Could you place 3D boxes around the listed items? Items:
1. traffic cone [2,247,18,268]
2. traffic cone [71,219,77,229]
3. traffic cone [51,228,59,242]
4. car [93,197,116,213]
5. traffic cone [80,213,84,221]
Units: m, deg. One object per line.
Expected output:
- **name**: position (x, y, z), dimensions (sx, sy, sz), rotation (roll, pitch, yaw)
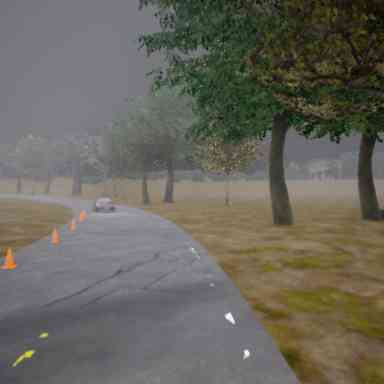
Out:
- **traffic cone**: position (-5.395, 1.929, 9.857), dimensions (0.340, 0.580, 0.340), rotation (0, 0, -6)
- **traffic cone**: position (-6.922, 1.869, 19.469), dimensions (0.340, 0.580, 0.340), rotation (0, 1, -12)
- **traffic cone**: position (-6.040, 1.904, 14.682), dimensions (0.340, 0.580, 0.340), rotation (0, 0, -9)
- **car**: position (-8.979, 1.289, 33.870), dimensions (1.812, 1.442, 4.674), rotation (-1, 1, -22)
- **traffic cone**: position (-8.038, 1.825, 24.207), dimensions (0.340, 0.580, 0.340), rotation (0, 1, -15)
